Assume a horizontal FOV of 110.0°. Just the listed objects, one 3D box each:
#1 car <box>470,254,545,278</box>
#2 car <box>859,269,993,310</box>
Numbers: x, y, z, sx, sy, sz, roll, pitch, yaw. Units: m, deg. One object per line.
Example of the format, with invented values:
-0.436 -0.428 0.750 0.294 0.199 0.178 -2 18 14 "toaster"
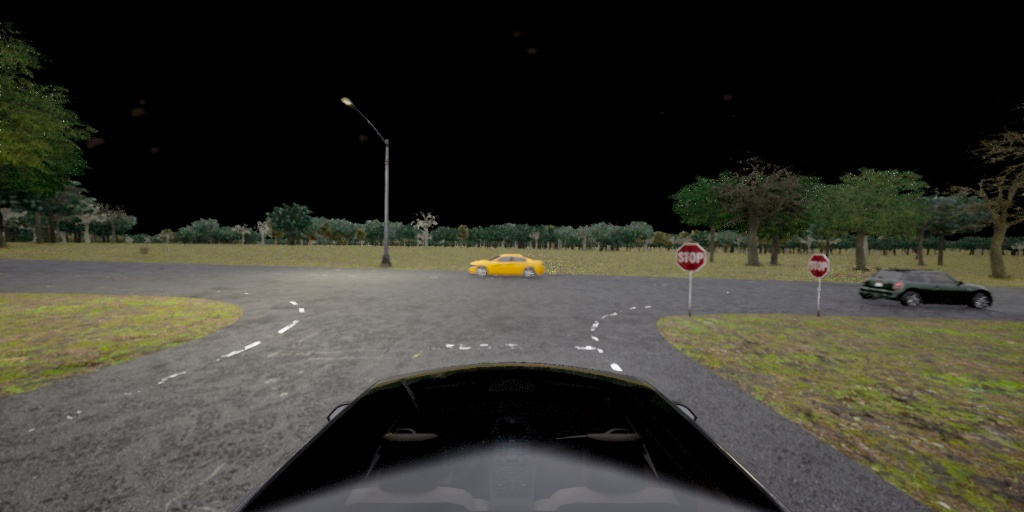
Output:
-0.307 0.623 23.914 5.008 1.535 1.882 2 2 0 "car"
19.399 1.435 16.895 4.553 1.767 2.097 2 3 0 "car"
